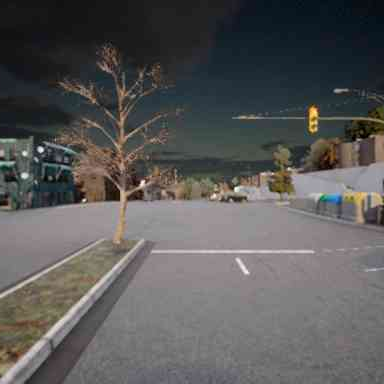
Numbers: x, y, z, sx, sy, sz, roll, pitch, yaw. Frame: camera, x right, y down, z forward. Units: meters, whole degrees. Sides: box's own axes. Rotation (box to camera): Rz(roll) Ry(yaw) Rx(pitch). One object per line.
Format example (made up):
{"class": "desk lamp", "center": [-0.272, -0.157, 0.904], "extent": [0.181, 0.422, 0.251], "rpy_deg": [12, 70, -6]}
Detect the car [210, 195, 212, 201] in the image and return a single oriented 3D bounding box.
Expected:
{"class": "car", "center": [8.172, 1.608, 85.104], "extent": [5.366, 1.575, 1.946], "rpy_deg": [1, -1, -20]}

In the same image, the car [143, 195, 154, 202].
{"class": "car", "center": [-8.929, 1.305, 68.491], "extent": [1.837, 1.490, 4.892], "rpy_deg": [0, -1, 0]}

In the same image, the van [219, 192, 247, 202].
{"class": "van", "center": [7.914, 0.927, 61.174], "extent": [4.442, 1.987, 1.878], "rpy_deg": [1, -1, -20]}

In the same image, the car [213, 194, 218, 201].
{"class": "car", "center": [7.839, 1.318, 70.080], "extent": [5.366, 1.575, 1.946], "rpy_deg": [1, -1, -20]}

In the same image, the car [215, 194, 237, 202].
{"class": "car", "center": [8.037, 1.369, 79.090], "extent": [4.553, 1.767, 2.185], "rpy_deg": [1, -1, -20]}

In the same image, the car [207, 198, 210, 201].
{"class": "car", "center": [8.019, 1.536, 93.985], "extent": [5.566, 2.045, 2.435], "rpy_deg": [1, -2, -20]}
